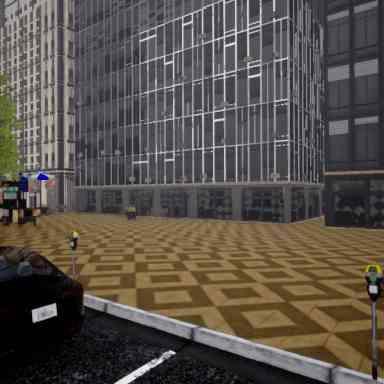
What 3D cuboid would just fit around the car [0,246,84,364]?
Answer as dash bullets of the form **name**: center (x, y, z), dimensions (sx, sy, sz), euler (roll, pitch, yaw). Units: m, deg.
- **car**: center (-3.557, 1.566, 5.423), dimensions (4.313, 1.339, 1.947), euler (0, 0, 36)
